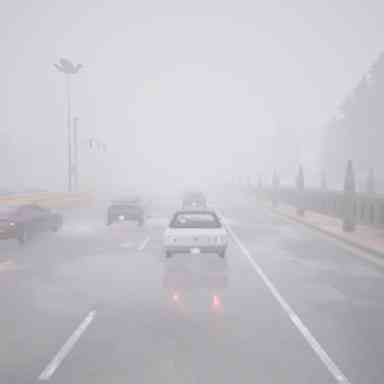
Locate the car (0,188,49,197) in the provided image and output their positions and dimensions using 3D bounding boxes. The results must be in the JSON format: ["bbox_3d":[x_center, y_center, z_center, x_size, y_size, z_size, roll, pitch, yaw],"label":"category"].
[{"bbox_3d":[-13.930,0.399,28.794,2.128,1.511,4.902,0,2,1],"label":"car"}]

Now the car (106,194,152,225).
[{"bbox_3d":[-3.370,0.878,18.380,1.837,1.490,4.892,0,2,0],"label":"car"}]

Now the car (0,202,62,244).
[{"bbox_3d":[-6.889,1.123,13.399,1.812,1.442,4.674,0,3,0],"label":"car"}]

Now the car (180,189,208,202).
[{"bbox_3d":[0.168,0.533,26.022,1.837,1.490,4.892,0,2,0],"label":"car"}]

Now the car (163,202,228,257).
[{"bbox_3d":[0.105,1.279,11.604,1.895,1.301,4.718,0,3,0],"label":"car"}]
